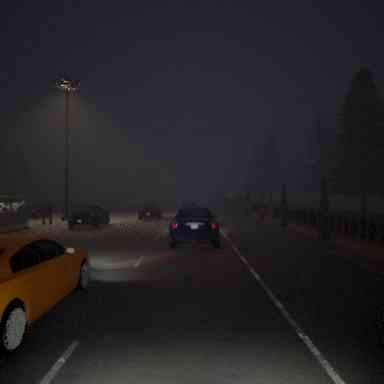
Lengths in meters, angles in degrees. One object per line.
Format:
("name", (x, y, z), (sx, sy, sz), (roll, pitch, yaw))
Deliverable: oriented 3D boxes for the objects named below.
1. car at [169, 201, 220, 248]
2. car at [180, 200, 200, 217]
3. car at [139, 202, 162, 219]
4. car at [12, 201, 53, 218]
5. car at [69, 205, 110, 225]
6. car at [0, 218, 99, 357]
("car", (0.097, 1.410, 15.325), (2.097, 1.767, 4.553), (0, 0, 0))
("car", (-0.285, 1.606, 33.939), (1.882, 1.535, 5.008), (0, 0, -2))
("car", (-3.689, 1.639, 29.914), (1.812, 1.442, 4.674), (0, 0, -2))
("car", (-14.364, 1.608, 30.351), (2.128, 1.511, 4.902), (0, 0, -2))
("car", (-6.995, 1.612, 22.859), (1.812, 1.442, 4.674), (0, 0, -1))
("car", (-3.395, 1.501, 6.070), (1.882, 1.535, 5.008), (0, 0, 0))
